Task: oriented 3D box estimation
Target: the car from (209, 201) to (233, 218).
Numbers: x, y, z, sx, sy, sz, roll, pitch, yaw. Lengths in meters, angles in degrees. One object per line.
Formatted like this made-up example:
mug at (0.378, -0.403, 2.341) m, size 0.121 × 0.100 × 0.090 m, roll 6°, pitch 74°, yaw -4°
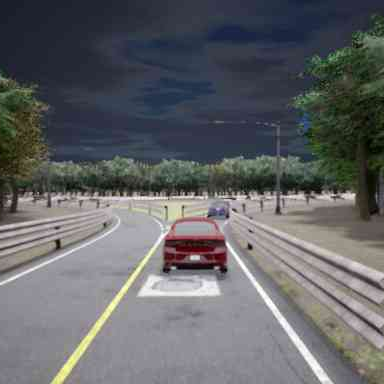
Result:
car at (3.033, 1.692, 33.849) m, size 2.097 × 1.767 × 4.553 m, roll 0°, pitch 0°, yaw 14°

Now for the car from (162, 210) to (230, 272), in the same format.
car at (0.095, 1.607, 11.292) m, size 1.882 × 1.535 × 5.008 m, roll 0°, pitch 0°, yaw 0°
